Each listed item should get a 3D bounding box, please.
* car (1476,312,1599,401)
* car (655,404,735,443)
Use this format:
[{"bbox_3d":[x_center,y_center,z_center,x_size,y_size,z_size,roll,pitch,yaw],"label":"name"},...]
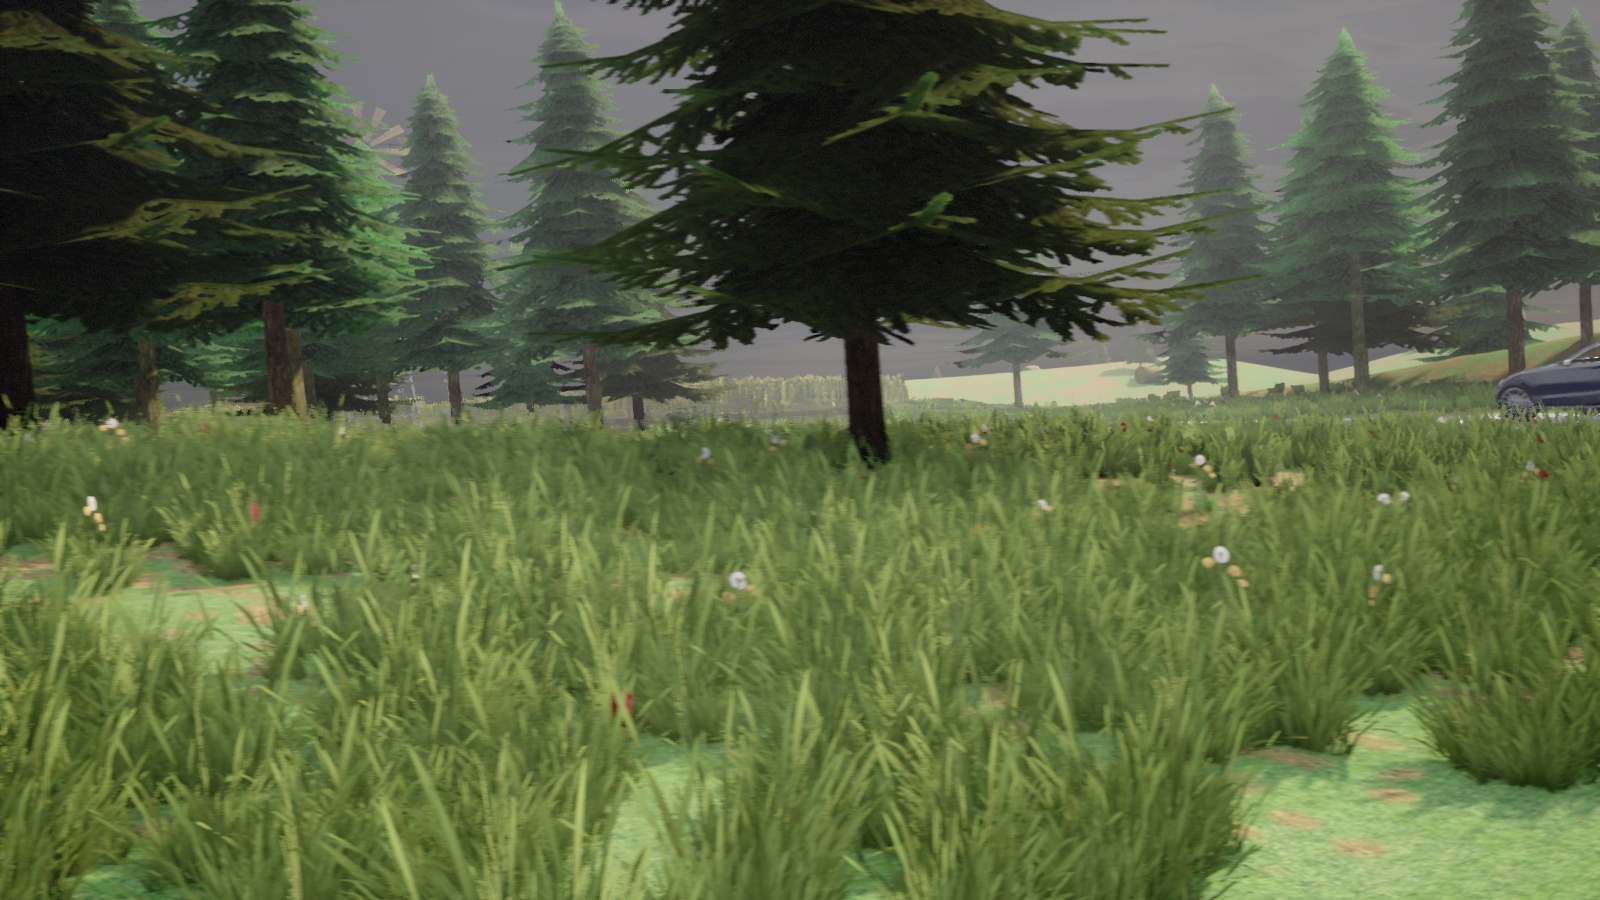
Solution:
[{"bbox_3d":[16.229,-1.933,24.682,2.152,1.651,5.027,-6,3,-16],"label":"car"},{"bbox_3d":[-4.965,-1.236,58.973,2.007,1.525,4.514,-7,3,-27],"label":"car"}]
